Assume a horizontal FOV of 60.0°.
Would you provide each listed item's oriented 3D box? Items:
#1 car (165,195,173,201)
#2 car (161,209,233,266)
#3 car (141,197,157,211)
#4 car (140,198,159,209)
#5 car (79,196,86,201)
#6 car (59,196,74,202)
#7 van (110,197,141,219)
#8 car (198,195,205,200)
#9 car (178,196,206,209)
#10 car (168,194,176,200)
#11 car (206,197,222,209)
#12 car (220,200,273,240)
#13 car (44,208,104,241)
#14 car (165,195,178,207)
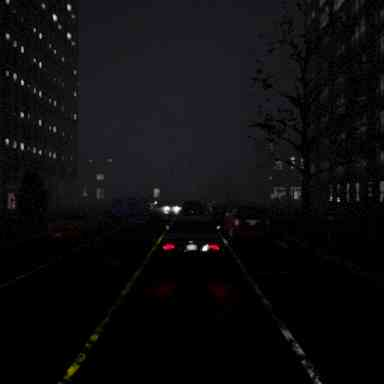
[{"bbox_3d":[-5.698,1.456,83.262,1.802,1.307,4.206,0,0,0],"label":"car"},{"bbox_3d":[0.024,1.531,11.409,2.033,1.411,5.357,0,0,1],"label":"car"},{"bbox_3d":[-5.691,1.381,39.491,1.967,1.590,4.097,0,0,0],"label":"car"},{"bbox_3d":[-5.693,1.483,45.184,2.008,1.369,4.403,0,0,0],"label":"car"},{"bbox_3d":[-25.461,1.334,71.647,4.829,1.417,1.752,0,0,1],"label":"car"},{"bbox_3d":[-25.421,1.328,63.265,4.403,1.369,2.008,0,0,1],"label":"car"},{"bbox_3d":[-5.689,1.300,28.107,1.690,1.788,3.998,0,0,0],"label":"van"},{"bbox_3d":[2.681,1.440,94.292,1.802,1.307,4.206,0,0,0],"label":"car"},{"bbox_3d":[0.053,1.434,29.753,1.882,1.535,5.008,0,0,0],"label":"car"},{"bbox_3d":[-5.700,1.409,94.305,2.008,1.369,4.403,0,0,0],"label":"car"},{"bbox_3d":[2.690,1.501,33.784,2.008,1.369,4.403,0,0,0],"label":"car"},{"bbox_3d":[2.692,1.416,16.708,1.967,1.590,4.097,0,0,0],"label":"car"},{"bbox_3d":[-5.689,1.502,16.552,1.752,1.417,4.829,0,0,0],"label":"car"},{"bbox_3d":[-3.049,1.524,50.961,1.895,1.301,4.718,0,0,1],"label":"car"}]
